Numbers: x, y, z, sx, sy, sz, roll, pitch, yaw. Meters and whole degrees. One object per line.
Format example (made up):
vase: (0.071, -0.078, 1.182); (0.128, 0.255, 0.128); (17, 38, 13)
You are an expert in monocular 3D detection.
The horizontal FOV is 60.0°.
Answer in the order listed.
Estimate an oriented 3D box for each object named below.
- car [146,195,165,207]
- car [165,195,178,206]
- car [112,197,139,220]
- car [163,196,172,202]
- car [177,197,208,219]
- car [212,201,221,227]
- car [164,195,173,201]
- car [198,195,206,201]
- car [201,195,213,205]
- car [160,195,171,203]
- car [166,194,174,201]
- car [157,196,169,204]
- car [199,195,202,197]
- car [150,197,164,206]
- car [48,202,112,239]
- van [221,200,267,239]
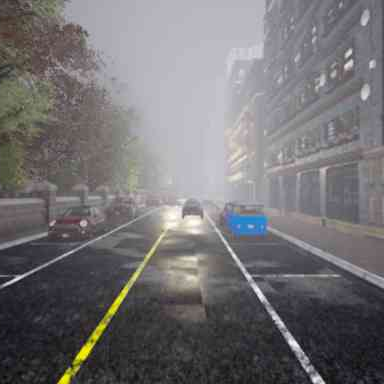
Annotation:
car: (-5.762, 1.323, 50.241); (2.192, 1.841, 5.009); (0, 0, 0)
car: (-3.131, 1.360, 55.313); (2.097, 1.767, 4.553); (0, 0, 0)
car: (-5.728, 1.318, 28.086); (2.192, 1.841, 5.009); (0, 0, 0)
car: (-5.805, 1.604, 77.934); (1.802, 1.307, 4.206); (0, 0, 0)
car: (0.057, 1.491, 29.228); (2.128, 1.511, 4.902); (0, 0, 0)
car: (2.661, 1.437, 22.563); (1.967, 1.590, 4.097); (0, 0, 0)
car: (-5.814, 1.552, 83.302); (1.752, 1.417, 4.829); (0, 0, 0)
car: (2.557, 1.576, 89.027); (2.008, 1.369, 4.403); (0, 0, 0)
car: (2.609, 1.554, 55.795); (2.008, 1.369, 4.403); (0, 0, 0)
car: (-5.796, 1.459, 72.395); (1.967, 1.590, 4.097); (0, 0, 0)
car: (-5.823, 1.471, 89.012); (1.967, 1.590, 4.097); (0, 0, 0)
car: (-5.789, 1.581, 66.857); (1.947, 1.339, 4.313); (0, 0, 0)
car: (0.033, 1.528, 46.200); (1.812, 1.442, 4.674); (0, 0, 0)
car: (-5.771, 1.535, 55.609); (1.752, 1.417, 4.829); (0, 0, 0)
car: (-5.710, 1.443, 17.009); (1.967, 1.590, 4.097); (0, 0, 0)
van: (2.670, 1.337, 17.024); (1.690, 1.788, 3.998); (0, 0, 0)
